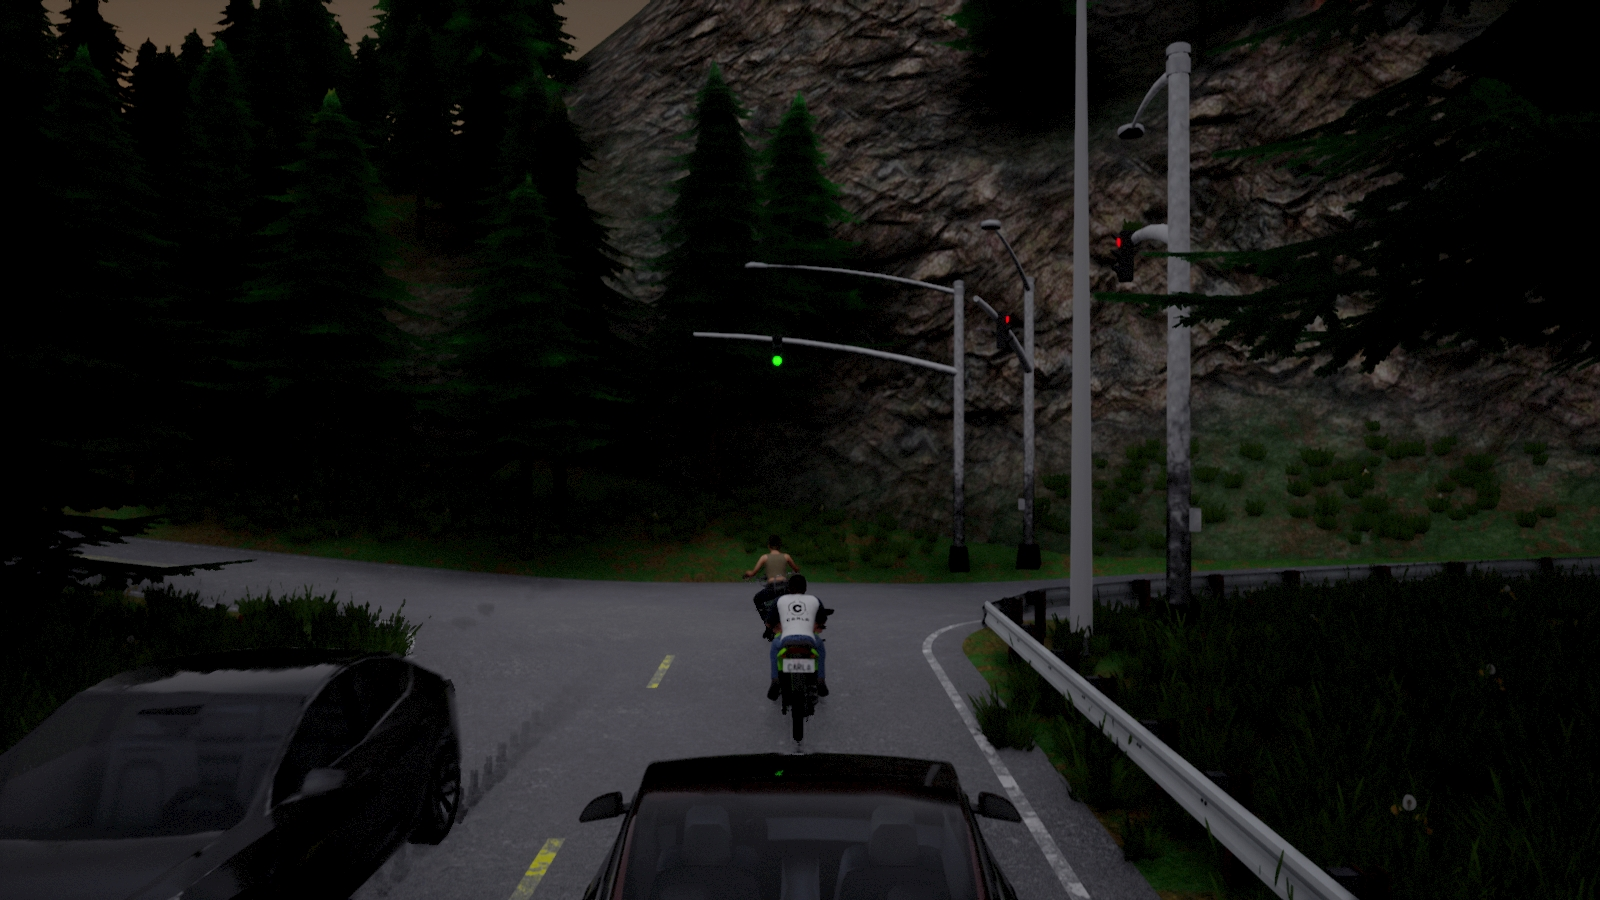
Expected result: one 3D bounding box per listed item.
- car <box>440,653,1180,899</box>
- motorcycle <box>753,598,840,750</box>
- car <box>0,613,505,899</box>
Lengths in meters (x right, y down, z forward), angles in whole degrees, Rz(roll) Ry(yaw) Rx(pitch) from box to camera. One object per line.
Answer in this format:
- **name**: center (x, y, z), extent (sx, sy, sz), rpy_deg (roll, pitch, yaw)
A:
- **car**: center (0.030, 2.058, 5.003), extent (2.163, 1.488, 4.792), rpy_deg (0, 0, 0)
- **motorcycle**: center (-0.044, 2.204, 11.574), extent (0.803, 1.145, 2.033), rpy_deg (0, 0, -1)
- **car**: center (-3.473, 2.057, 6.794), extent (2.163, 1.488, 4.792), rpy_deg (0, 0, 0)
